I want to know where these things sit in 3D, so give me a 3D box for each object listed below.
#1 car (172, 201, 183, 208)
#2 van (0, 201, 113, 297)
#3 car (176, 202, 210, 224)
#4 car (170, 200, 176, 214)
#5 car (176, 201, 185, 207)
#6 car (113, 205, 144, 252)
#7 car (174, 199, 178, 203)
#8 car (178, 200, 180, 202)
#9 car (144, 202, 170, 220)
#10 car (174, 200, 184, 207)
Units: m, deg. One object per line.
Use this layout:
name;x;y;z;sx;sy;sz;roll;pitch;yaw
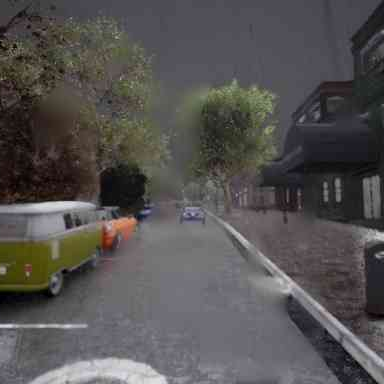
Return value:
car;-3.417;3.058;81.064;2.231;1.521;4.892;0;-1;2
van;-3.651;1.257;8.587;1.878;1.987;4.442;0;0;2
car;0.093;1.680;25.551;2.033;1.411;5.357;0;-2;0
car;-3.644;2.060;41.850;2.097;1.535;5.008;1;-2;2
car;-3.176;3.297;92.472;2.097;1.535;5.008;0;-2;2
car;-3.657;1.359;14.010;2.185;1.767;4.553;0;0;2
car;-3.652;2.213;47.410;2.097;1.535;5.008;0;-1;2
car;-3.656;2.396;53.014;2.163;1.488;4.792;0;-1;2
car;-3.641;1.786;30.745;2.163;1.488;4.792;1;-2;2
car;-3.417;3.050;86.774;2.185;1.767;4.553;-1;-1;2
